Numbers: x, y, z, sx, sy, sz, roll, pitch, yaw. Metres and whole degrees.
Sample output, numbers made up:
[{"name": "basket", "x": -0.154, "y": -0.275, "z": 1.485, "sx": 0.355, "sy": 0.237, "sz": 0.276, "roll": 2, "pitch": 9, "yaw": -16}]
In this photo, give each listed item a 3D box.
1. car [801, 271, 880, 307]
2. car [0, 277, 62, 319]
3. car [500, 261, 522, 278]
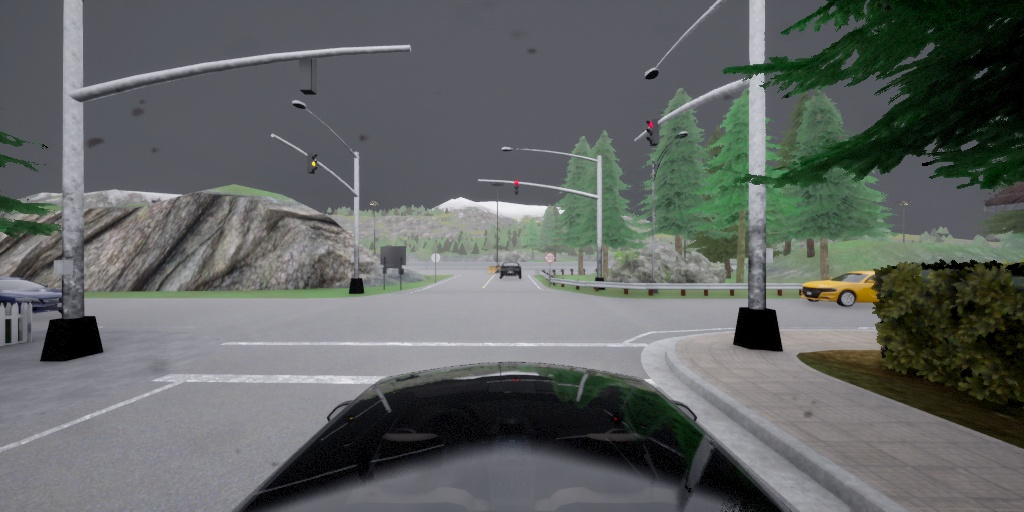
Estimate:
[{"name": "car", "x": 15.958, "y": 1.419, "z": 16.220, "sx": 5.008, "sy": 1.535, "sz": 1.882, "roll": 0, "pitch": 0, "yaw": 0}, {"name": "car", "x": -18.276, "y": 1.467, "z": 12.714, "sx": 4.674, "sy": 1.442, "sz": 1.812, "roll": 0, "pitch": 0, "yaw": 0}, {"name": "car", "x": -0.073, "y": 1.227, "z": 33.577, "sx": 1.882, "sy": 1.535, "sz": 5.008, "roll": 0, "pitch": 0, "yaw": 1}]
